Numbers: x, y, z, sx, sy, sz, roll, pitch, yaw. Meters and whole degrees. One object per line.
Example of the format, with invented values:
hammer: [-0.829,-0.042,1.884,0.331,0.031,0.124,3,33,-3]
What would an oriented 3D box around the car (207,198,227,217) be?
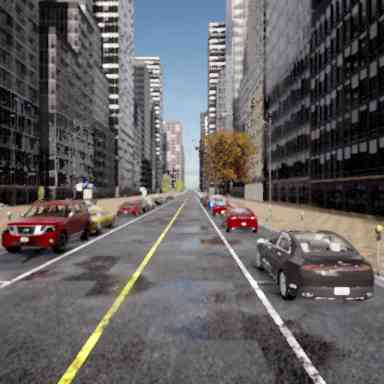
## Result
car: [2.687,1.499,30.823,1.887,1.381,4.507,0,0,0]

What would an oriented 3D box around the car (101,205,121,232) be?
car: [-5.693,1.497,19.317,1.752,1.417,4.829,0,0,0]

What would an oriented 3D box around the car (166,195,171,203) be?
car: [-5.694,1.482,64.831,1.802,1.307,4.206,0,0,0]

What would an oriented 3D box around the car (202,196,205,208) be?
car: [2.687,1.488,42.158,2.008,1.369,4.403,0,0,0]

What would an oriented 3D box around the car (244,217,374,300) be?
car: [2.688,1.539,8.151,2.008,1.369,4.403,0,0,0]

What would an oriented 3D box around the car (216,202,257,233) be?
car: [2.688,1.516,19.487,1.887,1.381,4.507,0,0,0]

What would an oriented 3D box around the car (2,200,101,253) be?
car: [-5.693,1.295,13.819,2.192,1.841,5.009,0,0,0]

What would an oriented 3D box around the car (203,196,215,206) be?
car: [2.687,1.444,53.664,1.752,1.417,4.829,0,0,0]

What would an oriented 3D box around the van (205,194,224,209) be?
van: [2.687,1.287,36.490,1.690,1.788,3.998,0,0,0]

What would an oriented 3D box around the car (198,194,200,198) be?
car: [2.686,1.456,70.499,1.947,1.339,4.313,0,0,0]

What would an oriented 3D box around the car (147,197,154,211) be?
car: [-5.693,1.512,36.491,1.947,1.339,4.313,0,0,0]

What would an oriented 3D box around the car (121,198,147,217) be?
car: [-5.693,1.499,30.824,1.887,1.381,4.507,0,0,0]

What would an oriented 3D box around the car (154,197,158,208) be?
car: [-5.693,1.463,41.989,1.752,1.417,4.829,0,0,0]

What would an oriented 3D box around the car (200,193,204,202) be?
car: [2.686,1.243,47.826,2.192,1.841,5.009,0,0,0]

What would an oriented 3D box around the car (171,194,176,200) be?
car: [-5.695,1.426,87.503,1.947,1.339,4.313,0,0,0]

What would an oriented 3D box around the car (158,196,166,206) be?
car: [-5.694,1.485,53.495,1.947,1.339,4.313,0,0,0]
